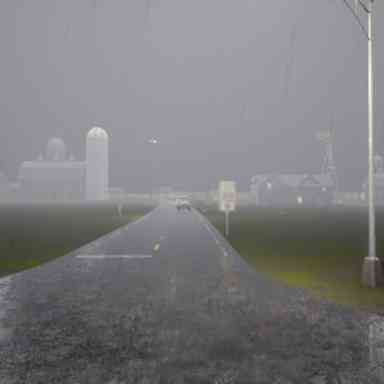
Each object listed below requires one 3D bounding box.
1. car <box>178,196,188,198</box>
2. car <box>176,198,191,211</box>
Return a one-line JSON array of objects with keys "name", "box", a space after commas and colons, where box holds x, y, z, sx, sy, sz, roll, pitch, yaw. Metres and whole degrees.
[{"name": "car", "box": [-1.662, 1.741, 58.274, 2.150, 2.045, 5.566, 0, -1, -4]}, {"name": "car", "box": [-1.143, 1.948, 48.234, 1.812, 1.442, 4.674, 0, -1, -3]}]
